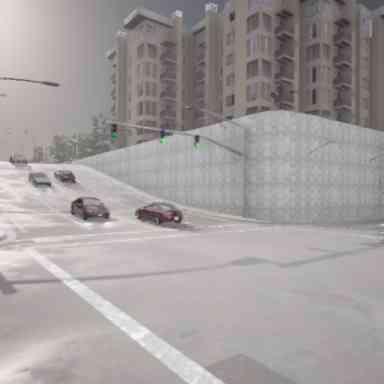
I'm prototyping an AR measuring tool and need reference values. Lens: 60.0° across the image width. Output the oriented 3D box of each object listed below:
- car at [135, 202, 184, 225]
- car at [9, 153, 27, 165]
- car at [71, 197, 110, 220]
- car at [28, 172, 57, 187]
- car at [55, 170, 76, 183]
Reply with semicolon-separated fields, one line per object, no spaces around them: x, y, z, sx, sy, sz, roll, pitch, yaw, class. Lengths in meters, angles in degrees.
-2.357;1.453;23.758;1.812;1.442;4.674;0;3;-36;car
-27.813;-5.437;53.271;2.097;1.767;4.553;1;9;-36;car
-7.721;1.141;25.036;1.812;1.442;4.674;1;5;-36;car
-18.084;-1.627;39.518;2.033;1.411;5.357;1;12;-36;car
-16.795;-2.198;43.895;1.837;1.490;4.892;1;12;-36;car
